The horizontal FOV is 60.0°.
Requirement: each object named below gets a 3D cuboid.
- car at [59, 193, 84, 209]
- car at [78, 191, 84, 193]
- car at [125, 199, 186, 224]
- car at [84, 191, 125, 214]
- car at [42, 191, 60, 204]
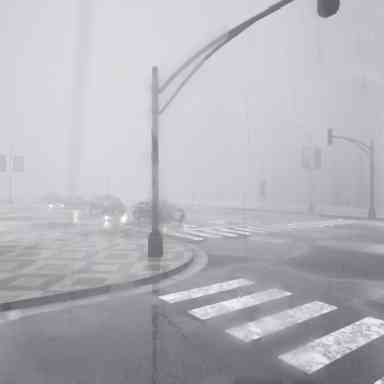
[{"bbox_3d":[-12.900,1.094,37.009,1.895,1.301,4.718,0,1,-36],"label":"car"},{"bbox_3d":[-21.671,0.519,66.194,1.882,1.535,5.008,0,1,-36],"label":"car"},{"bbox_3d":[-2.325,1.243,22.316,2.128,1.511,4.902,0,1,-36],"label":"car"},{"bbox_3d":[-7.655,0.975,29.717,2.097,1.767,4.553,0,1,-36],"label":"car"},{"bbox_3d":[-18.885,0.693,45.371,2.097,1.767,4.553,0,1,-35],"label":"car"}]
